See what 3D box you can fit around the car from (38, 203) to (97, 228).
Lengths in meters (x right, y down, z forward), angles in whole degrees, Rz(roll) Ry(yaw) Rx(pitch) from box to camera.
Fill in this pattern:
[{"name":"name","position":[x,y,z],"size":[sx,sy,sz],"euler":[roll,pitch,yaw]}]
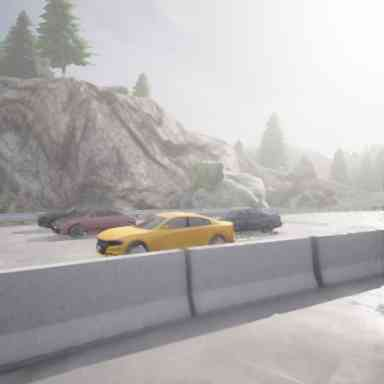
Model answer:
[{"name":"car","position":[-6.691,1.444,20.363],"size":[5.008,1.535,1.882],"euler":[0,0,-33]}]

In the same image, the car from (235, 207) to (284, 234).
[{"name":"car","position":[2.445,1.536,17.799],"size":[5.357,1.411,2.033],"euler":[0,0,-30]}]

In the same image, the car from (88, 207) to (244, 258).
[{"name":"car","position":[-0.778,1.465,11.693],"size":[5.008,1.535,1.882],"euler":[0,0,-33]}]

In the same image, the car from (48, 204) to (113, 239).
[{"name":"car","position":[-4.962,1.537,17.312],"size":[4.181,1.385,1.994],"euler":[0,0,-33]}]
